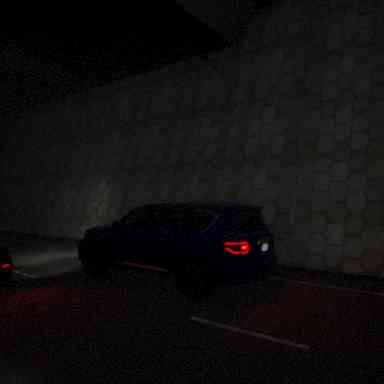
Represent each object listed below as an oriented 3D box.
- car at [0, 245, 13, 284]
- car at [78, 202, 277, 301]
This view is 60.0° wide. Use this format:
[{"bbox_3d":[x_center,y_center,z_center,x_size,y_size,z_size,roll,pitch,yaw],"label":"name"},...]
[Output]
[{"bbox_3d":[-6.414,1.619,8.586,4.674,1.442,1.812,0,0,36],"label":"car"},{"bbox_3d":[-0.612,1.278,8.709,5.566,2.045,2.150,0,0,36],"label":"car"}]
